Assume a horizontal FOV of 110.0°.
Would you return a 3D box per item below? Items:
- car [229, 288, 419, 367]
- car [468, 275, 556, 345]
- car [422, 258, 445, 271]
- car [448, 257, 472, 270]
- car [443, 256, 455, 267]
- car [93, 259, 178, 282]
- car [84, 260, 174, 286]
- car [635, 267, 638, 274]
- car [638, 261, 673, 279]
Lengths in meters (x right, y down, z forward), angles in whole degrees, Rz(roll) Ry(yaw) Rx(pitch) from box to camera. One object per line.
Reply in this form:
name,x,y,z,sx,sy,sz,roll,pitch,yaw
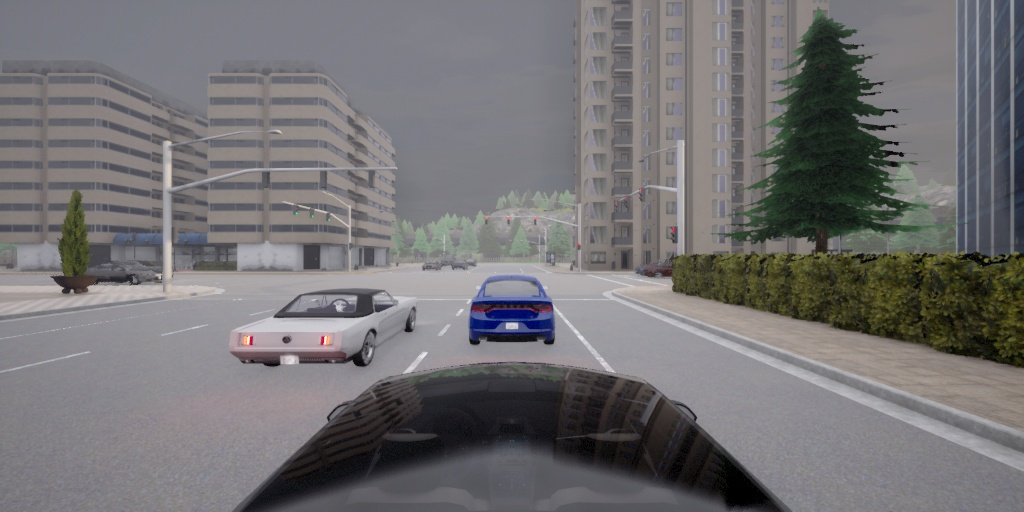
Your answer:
car,-3.497,1.351,7.873,1.895,1.301,4.718,0,0,0
car,-0.005,1.228,9.539,1.882,1.535,5.008,0,0,0
car,-11.011,1.313,49.409,1.994,1.385,4.181,0,0,0
car,-7.524,1.297,52.303,2.033,1.411,5.357,0,0,0
car,-11.116,0.970,62.579,2.150,2.045,5.566,0,0,0
car,-29.625,1.103,28.338,4.553,1.767,2.097,0,0,0
car,-26.709,1.240,24.823,4.902,1.511,2.128,0,0,0
car,14.604,1.276,35.472,4.674,1.442,1.812,0,0,0
car,14.268,1.227,31.961,5.008,1.535,1.882,0,0,-1
